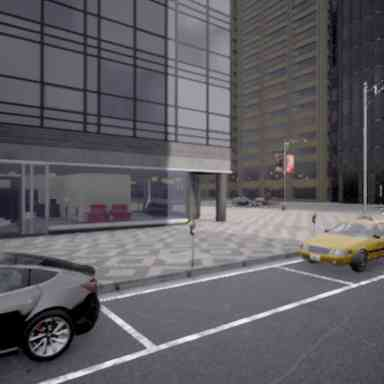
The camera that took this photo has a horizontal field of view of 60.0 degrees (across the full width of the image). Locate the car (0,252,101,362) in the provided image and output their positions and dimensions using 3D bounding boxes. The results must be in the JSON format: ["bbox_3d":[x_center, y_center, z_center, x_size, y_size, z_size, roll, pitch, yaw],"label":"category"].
[{"bbox_3d":[-3.381,1.568,4.347,4.313,1.339,1.947,0,1,-35],"label":"car"}]

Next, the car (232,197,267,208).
[{"bbox_3d":[7.675,1.414,46.530,1.837,1.490,4.892,0,0,-35],"label":"car"}]

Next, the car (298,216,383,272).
[{"bbox_3d":[5.370,1.465,10.585,4.829,1.417,1.752,0,1,-35],"label":"car"}]

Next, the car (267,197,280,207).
[{"bbox_3d":[10.505,1.441,48.166,1.812,1.442,4.674,0,0,-35],"label":"car"}]
